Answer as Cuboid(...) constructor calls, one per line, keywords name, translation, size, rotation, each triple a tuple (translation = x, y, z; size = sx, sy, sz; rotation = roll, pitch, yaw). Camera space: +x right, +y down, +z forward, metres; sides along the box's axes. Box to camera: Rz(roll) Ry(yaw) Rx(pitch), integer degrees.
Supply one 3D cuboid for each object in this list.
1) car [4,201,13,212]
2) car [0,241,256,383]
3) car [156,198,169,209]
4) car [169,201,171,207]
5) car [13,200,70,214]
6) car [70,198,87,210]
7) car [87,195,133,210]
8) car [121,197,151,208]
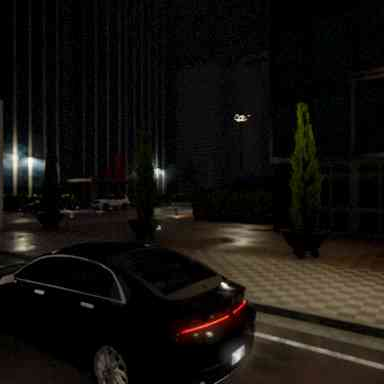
Cuboid(name="car", translation=(-20.719, 1.719, 37.710), size=(2.033, 1.411, 5.357), rotation=(0, 0, 35))
Cuboid(name="car", translation=(-1.463, 1.524, 5.048), size=(4.892, 1.490, 1.837), rotation=(0, 0, 36))
Cuboid(name="car", translation=(-5.743, 1.741, 46.509), size=(1.895, 1.301, 4.718), rotation=(0, 0, 35))
Cuboid(name="car", translation=(-5.250, 1.721, 53.620), size=(1.994, 1.385, 4.181), rotation=(0, 0, 35))
Cuboid(name="car", translation=(-16.771, 1.647, 37.248), size=(2.128, 1.511, 4.902), rotation=(0, 0, 35))
Cuboid(name="car", translation=(-15.071, 1.677, 45.754), size=(1.837, 1.490, 4.892), rotation=(0, 0, 35))
Cuboid(name="car", translation=(-11.054, 1.378, 45.385), size=(2.150, 2.045, 5.566), rotation=(0, 0, 35))
Cuboid(name="car", translation=(-9.069, 1.664, 54.281), size=(2.128, 1.511, 4.902), rotation=(0, 0, 35))
